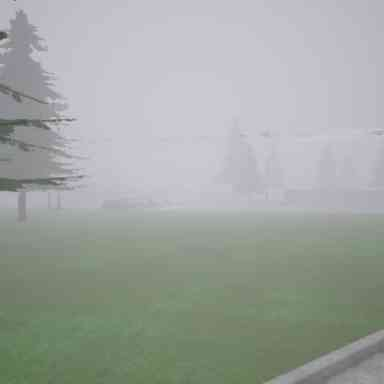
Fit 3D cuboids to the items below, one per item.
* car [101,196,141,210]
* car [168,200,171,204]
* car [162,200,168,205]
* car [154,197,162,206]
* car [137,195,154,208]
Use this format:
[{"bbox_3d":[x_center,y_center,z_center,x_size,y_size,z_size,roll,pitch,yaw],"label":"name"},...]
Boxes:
[{"bbox_3d":[-8.879,1.491,40.386,4.181,1.385,1.994,0,0,13],"label":"car"},{"bbox_3d":[-5.738,1.507,54.029,4.718,1.301,1.895,0,0,13],"label":"car"},{"bbox_3d":[-6.575,1.264,50.630,4.553,1.767,2.097,0,0,13],"label":"car"},{"bbox_3d":[-7.321,1.403,47.211,4.902,1.511,2.128,0,0,13],"label":"car"},{"bbox_3d":[-8.087,1.397,43.795,5.008,1.535,1.882,0,0,13],"label":"car"}]
